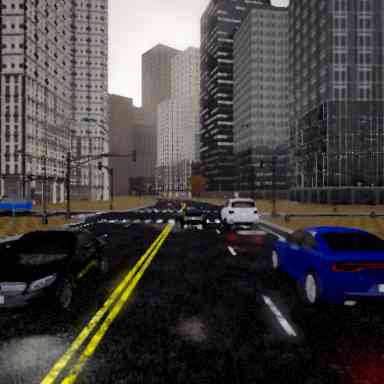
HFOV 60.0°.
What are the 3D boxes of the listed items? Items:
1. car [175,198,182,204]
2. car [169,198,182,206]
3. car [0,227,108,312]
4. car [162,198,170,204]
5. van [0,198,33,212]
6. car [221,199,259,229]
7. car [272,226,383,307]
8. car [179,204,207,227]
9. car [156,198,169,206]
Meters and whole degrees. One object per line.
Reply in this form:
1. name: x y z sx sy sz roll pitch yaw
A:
1. car: -3.423 2.340 85.656 1.837 1.490 4.892 0 0 -1
2. car: -3.238 2.187 70.080 1.882 1.535 5.008 0 -1 0
3. car: -3.345 1.617 8.023 1.812 1.442 4.674 0 -1 0
4. car: -6.670 2.317 85.532 1.882 1.535 5.008 0 0 -1
5. van: -22.643 1.666 42.773 3.998 1.788 1.690 0 0 1
6. car: 3.355 1.486 24.107 2.150 2.045 5.566 0 0 0
7. car: 3.352 1.571 8.223 1.882 1.535 5.008 0 -1 0
8. car: 0.105 1.840 25.327 1.994 1.385 4.181 0 -1 0
9. car: -6.488 2.261 69.966 1.994 1.385 4.181 0 -1 0
